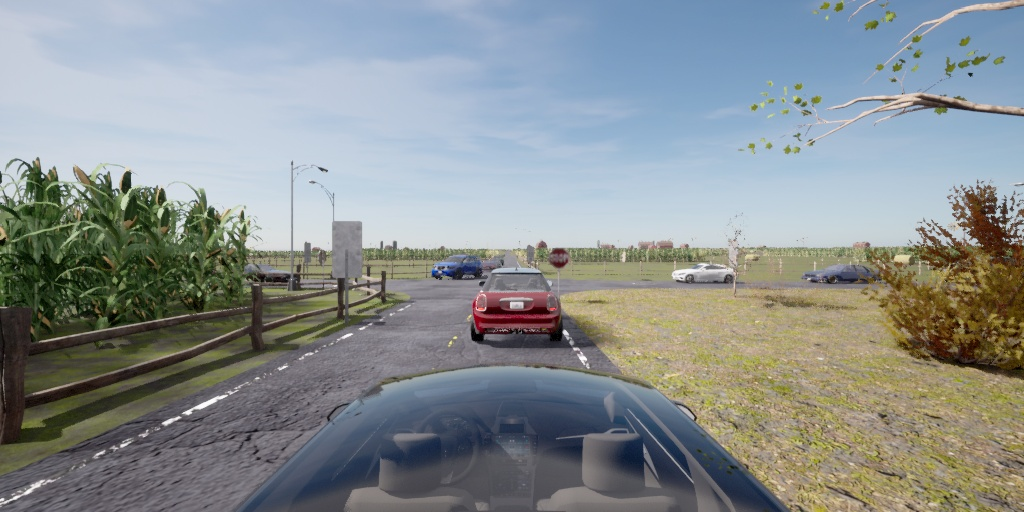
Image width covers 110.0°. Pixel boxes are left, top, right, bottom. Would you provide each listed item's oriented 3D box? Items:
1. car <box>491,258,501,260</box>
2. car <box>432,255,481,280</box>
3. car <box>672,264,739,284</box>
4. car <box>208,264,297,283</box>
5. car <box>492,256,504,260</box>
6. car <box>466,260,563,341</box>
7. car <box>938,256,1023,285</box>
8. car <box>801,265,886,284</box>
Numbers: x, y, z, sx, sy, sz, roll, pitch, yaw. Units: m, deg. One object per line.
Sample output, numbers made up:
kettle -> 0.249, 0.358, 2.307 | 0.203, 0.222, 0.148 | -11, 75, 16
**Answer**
car -> -2.801, 1.259, 45.217 | 1.994, 1.385, 4.181 | 0, 0, 0
car -> -4.522, 0.943, 30.904 | 2.150, 2.045, 5.566 | 1, 0, 25
car -> 14.535, 1.298, 27.034 | 4.674, 1.442, 1.812 | 0, 0, 0
car -> -17.365, 1.237, 24.043 | 5.357, 1.411, 2.033 | 0, 0, 0
car -> -2.764, 1.164, 57.676 | 1.837, 1.490, 4.892 | 0, 0, 0
car -> 0.109, 1.100, 9.992 | 2.097, 1.767, 4.553 | 0, 0, 0
car -> 35.811, 1.055, 27.043 | 5.566, 2.045, 2.150 | 0, 0, 1
car -> 25.082, 1.350, 27.049 | 5.357, 1.411, 2.033 | 0, 0, 0
